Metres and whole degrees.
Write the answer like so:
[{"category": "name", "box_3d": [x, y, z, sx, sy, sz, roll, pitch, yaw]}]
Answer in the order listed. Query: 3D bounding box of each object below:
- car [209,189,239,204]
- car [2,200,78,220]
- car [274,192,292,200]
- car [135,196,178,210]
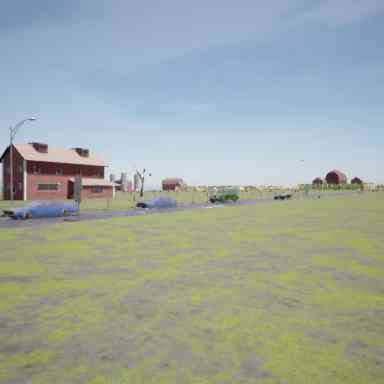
[{"category": "car", "box_3d": [4.695, 0.563, 48.132, 2.150, 2.045, 5.566, 1, 2, 37]}, {"category": "car", "box_3d": [-11.549, 1.304, 25.731, 2.033, 1.411, 5.357, 1, 1, 36]}, {"category": "car", "box_3d": [16.271, 0.729, 59.204, 1.895, 1.301, 4.718, 1, 1, 36]}, {"category": "car", "box_3d": [-3.723, 1.107, 36.555, 2.033, 1.411, 5.357, 1, 1, 36]}]
